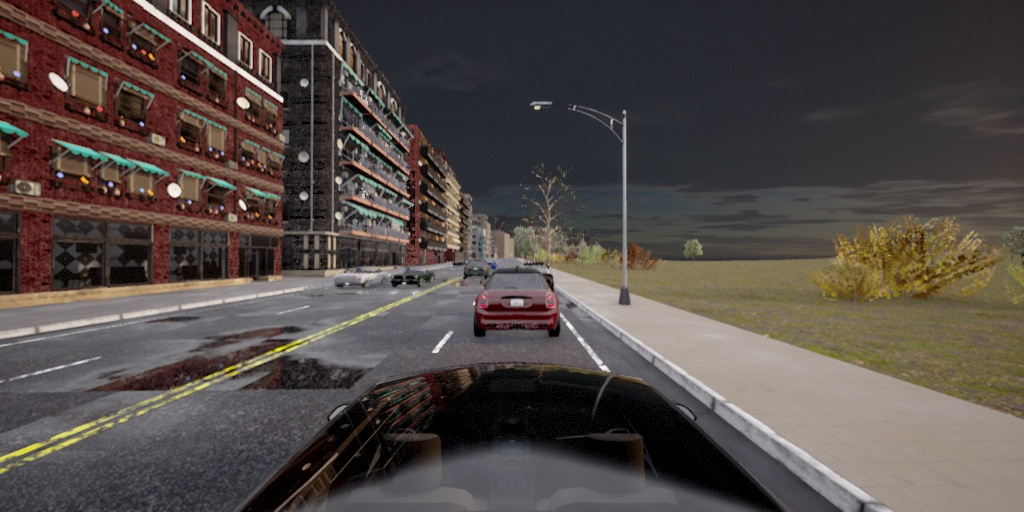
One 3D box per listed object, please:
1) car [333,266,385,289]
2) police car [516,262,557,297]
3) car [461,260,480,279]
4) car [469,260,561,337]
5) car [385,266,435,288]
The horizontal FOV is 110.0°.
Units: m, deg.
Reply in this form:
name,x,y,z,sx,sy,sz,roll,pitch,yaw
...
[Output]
name,x,y,z,sx,sy,sz,roll,pitch,yaw
car,-9.777,1.348,23.519,1.895,1.301,4.718,0,0,0
police car,1.199,1.173,19.929,1.930,1.638,5.238,0,0,0
car,-3.054,1.098,32.606,2.097,1.767,4.553,0,0,1
car,0.126,1.101,10.435,2.097,1.767,4.553,0,0,0
car,-6.526,1.347,23.925,1.895,1.301,4.718,0,0,0
